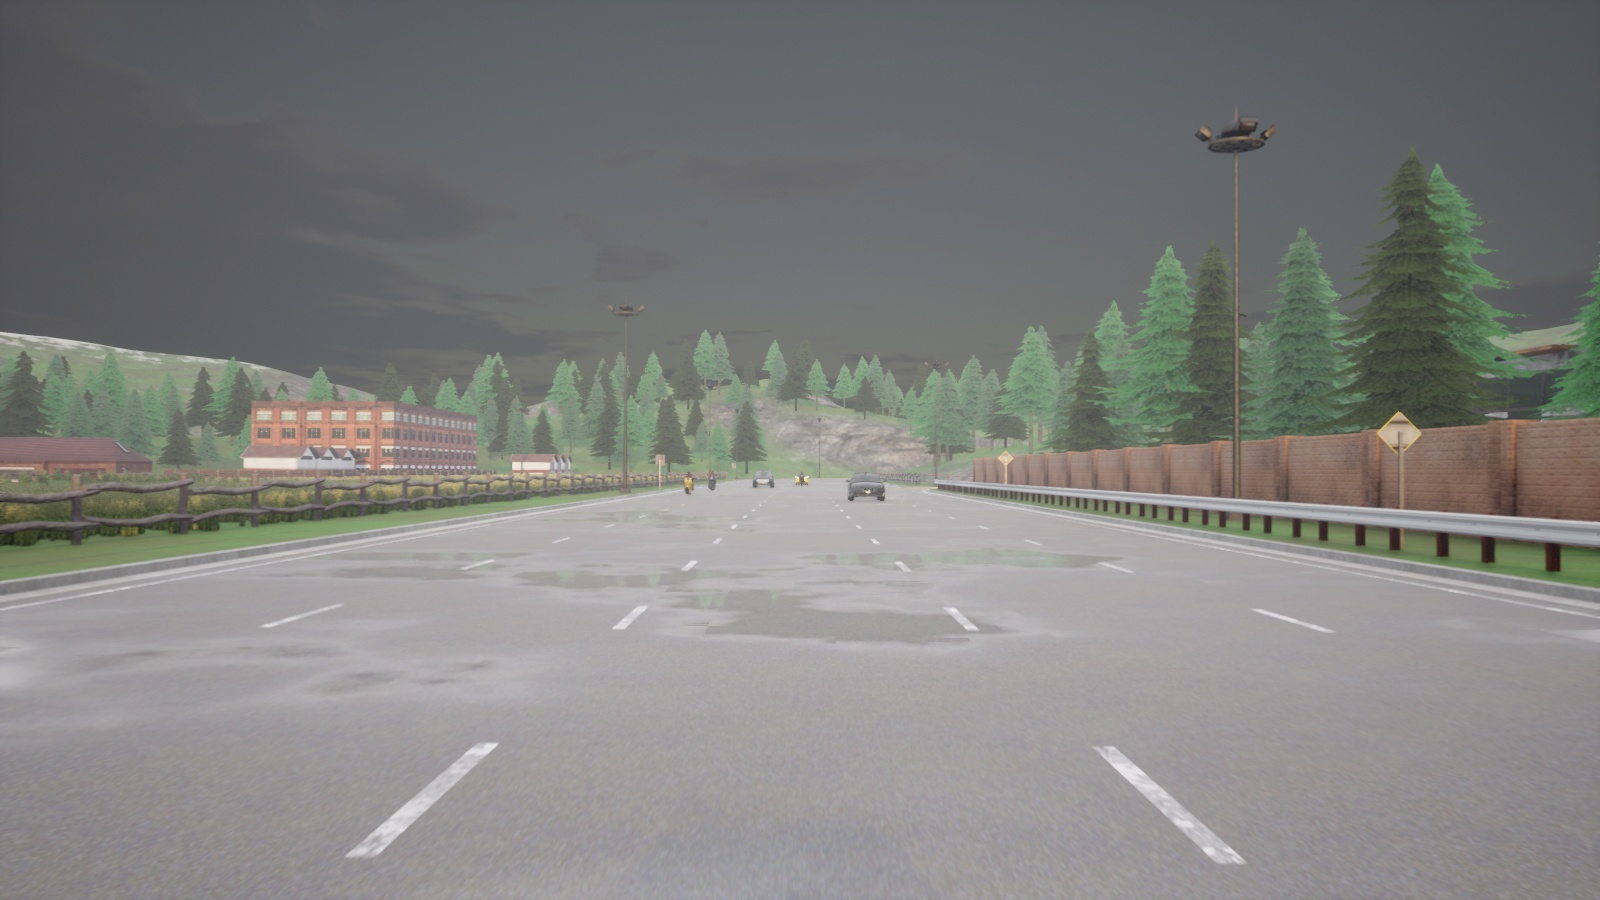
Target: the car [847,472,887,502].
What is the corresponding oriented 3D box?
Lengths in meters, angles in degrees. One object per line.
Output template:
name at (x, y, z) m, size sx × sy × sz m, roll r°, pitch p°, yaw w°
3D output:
car at (3.477, 1.906, 65.762) m, size 1.837 × 1.490 × 4.892 m, roll 0°, pitch -1°, yaw 0°
